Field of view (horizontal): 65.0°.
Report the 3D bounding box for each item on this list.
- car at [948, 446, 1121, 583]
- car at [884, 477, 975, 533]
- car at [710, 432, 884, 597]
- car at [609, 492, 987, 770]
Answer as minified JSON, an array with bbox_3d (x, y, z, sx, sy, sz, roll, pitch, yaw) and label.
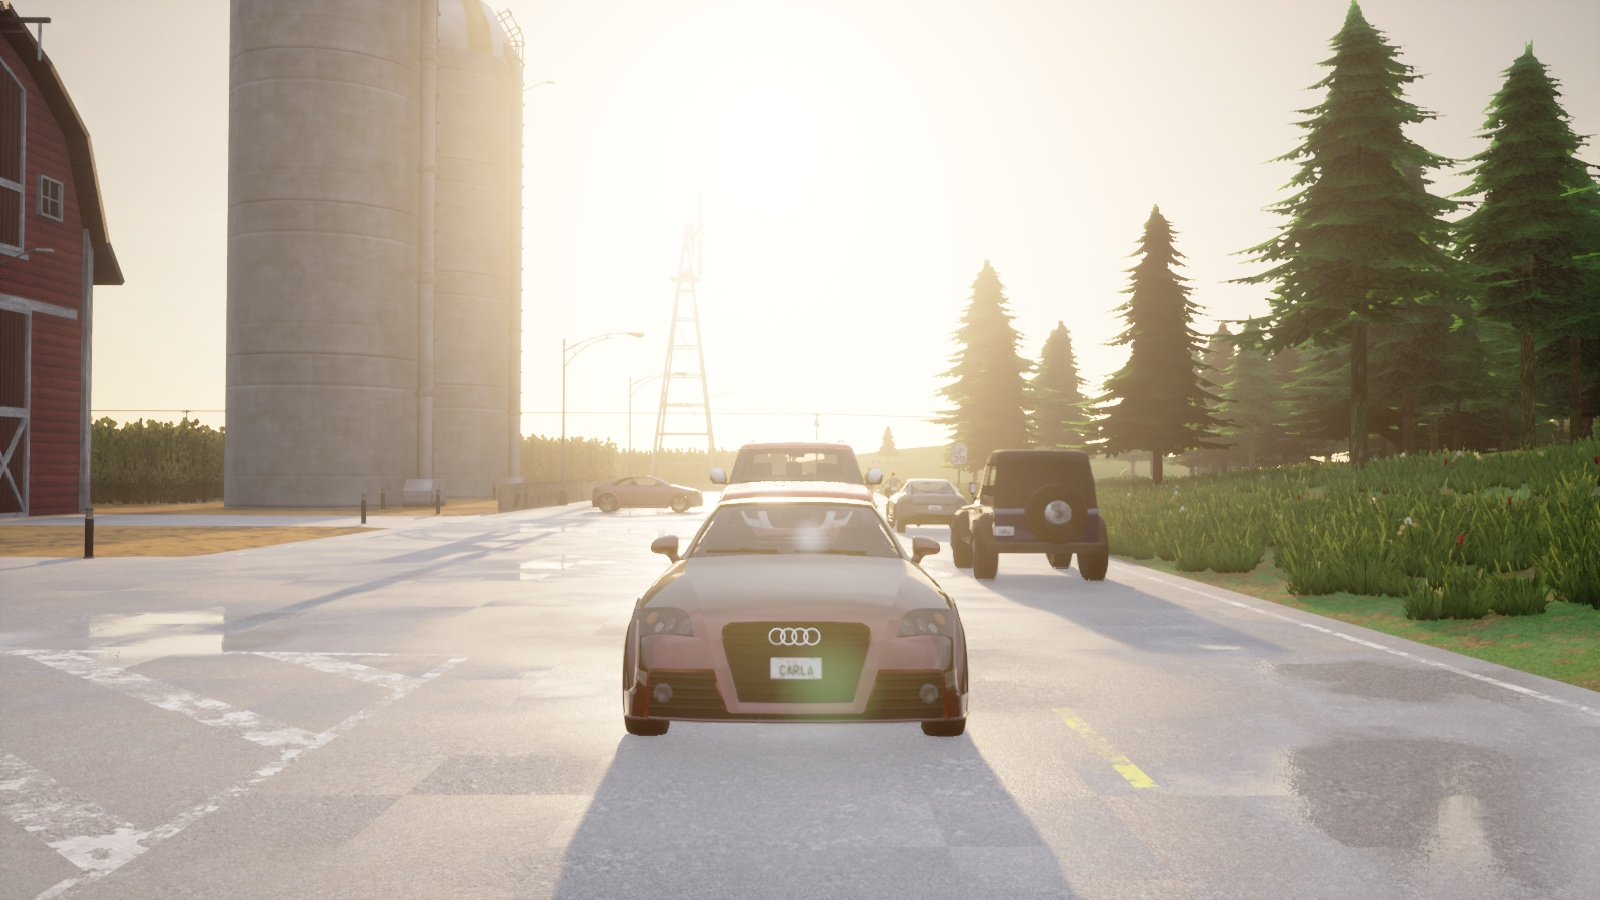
[{"bbox_3d":[3.449,0.919,19.215,1.905,1.878,3.866,0,-1,0],"label":"car"},{"bbox_3d":[3.413,1.432,33.796,1.994,1.385,4.181,0,-1,0],"label":"car"},{"bbox_3d":[-0.050,0.841,18.358,2.150,2.045,5.566,0,-1,0],"label":"car"},{"bbox_3d":[-0.025,1.025,8.723,1.994,1.385,4.181,0,-1,0],"label":"car"}]
